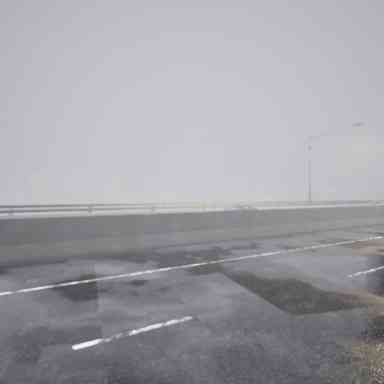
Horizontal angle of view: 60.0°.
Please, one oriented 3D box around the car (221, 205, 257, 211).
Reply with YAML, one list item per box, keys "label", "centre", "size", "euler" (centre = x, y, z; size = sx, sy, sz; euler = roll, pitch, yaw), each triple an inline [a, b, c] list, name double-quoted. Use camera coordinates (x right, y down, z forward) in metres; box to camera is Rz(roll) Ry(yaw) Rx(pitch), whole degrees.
- label: "car"
  centre: [3.161, 1.642, 23.328]
  size: [4.181, 1.385, 1.994]
  euler: [0, 0, -35]
